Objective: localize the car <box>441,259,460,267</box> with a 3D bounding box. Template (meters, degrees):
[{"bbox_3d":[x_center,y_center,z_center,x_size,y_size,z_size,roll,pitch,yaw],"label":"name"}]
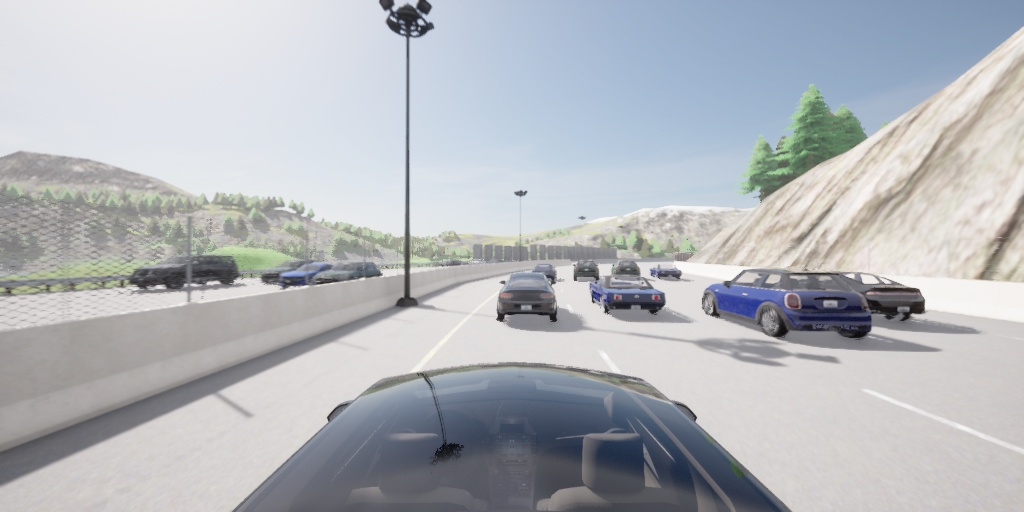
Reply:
[{"bbox_3d":[-10.745,1.215,63.255,2.128,1.511,4.902,0,0,19],"label":"car"}]

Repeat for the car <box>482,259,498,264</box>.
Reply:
[{"bbox_3d":[-2.997,1.235,64.249,2.128,1.511,4.902,0,0,20],"label":"car"}]

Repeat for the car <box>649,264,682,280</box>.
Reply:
[{"bbox_3d":[13.697,1.385,32.280,1.895,1.301,4.718,0,0,11],"label":"car"}]

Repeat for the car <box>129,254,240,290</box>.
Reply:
[{"bbox_3d":[-19.855,0.921,22.199,2.150,2.045,5.566,0,0,6],"label":"car"}]

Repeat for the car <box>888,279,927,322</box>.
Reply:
[{"bbox_3d":[11.077,1.269,12.409,2.128,1.511,4.902,0,0,4],"label":"car"}]

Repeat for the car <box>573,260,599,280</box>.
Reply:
[{"bbox_3d":[6.387,1.118,31.056,2.097,1.767,4.553,0,0,10],"label":"car"}]

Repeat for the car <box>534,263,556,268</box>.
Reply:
[{"bbox_3d":[2.794,1.321,30.849,1.994,1.385,4.181,0,0,10],"label":"car"}]

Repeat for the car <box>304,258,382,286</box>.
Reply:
[{"bbox_3d":[-9.412,1.078,20.833,2.097,1.767,4.553,0,0,7],"label":"car"}]

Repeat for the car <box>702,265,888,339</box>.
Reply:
[{"bbox_3d":[7.449,1.121,10.379,2.097,1.767,4.553,0,0,3],"label":"car"}]

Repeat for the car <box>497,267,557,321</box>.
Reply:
[{"bbox_3d":[0.543,1.277,12.338,1.812,1.442,4.674,0,0,4],"label":"car"}]

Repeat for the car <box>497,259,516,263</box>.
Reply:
[{"bbox_3d":[-0.385,1.349,61.157,1.895,1.301,4.718,0,0,19],"label":"car"}]

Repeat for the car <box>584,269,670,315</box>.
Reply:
[{"bbox_3d":[4.142,1.361,13.729,1.895,1.301,4.718,0,0,4],"label":"car"}]

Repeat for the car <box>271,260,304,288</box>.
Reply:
[{"bbox_3d":[-12.668,1.195,23.268,1.882,1.535,5.008,0,0,7],"label":"car"}]

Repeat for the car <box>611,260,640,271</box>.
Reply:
[{"bbox_3d":[10.151,1.127,32.214,2.097,1.767,4.553,0,0,10],"label":"car"}]

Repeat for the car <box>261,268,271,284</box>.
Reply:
[{"bbox_3d":[-15.808,1.062,26.214,2.097,1.767,4.553,0,0,8],"label":"car"}]
